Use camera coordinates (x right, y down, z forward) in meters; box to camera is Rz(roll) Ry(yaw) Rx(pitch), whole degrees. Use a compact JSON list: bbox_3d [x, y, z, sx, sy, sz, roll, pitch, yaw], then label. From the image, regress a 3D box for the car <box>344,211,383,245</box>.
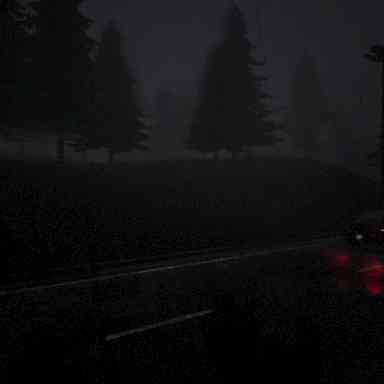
[{"bbox_3d":[8.276,1.530,14.071,4.674,1.442,1.812,0,0,-35],"label":"car"}]
